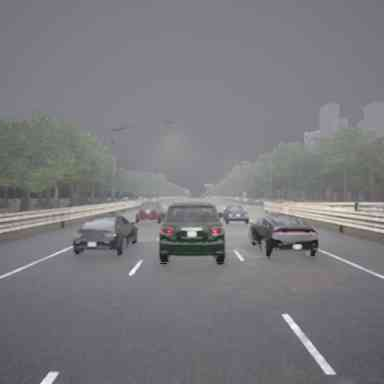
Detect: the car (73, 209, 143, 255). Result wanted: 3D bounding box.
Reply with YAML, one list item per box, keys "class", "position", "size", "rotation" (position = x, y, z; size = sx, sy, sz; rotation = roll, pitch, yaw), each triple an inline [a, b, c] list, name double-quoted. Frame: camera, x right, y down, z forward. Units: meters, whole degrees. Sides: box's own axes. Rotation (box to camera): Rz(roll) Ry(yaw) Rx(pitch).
- class: "car"
  position: [-3.466, 1.675, 13.901]
  size: [1.812, 1.442, 4.674]
  rotation: [0, 0, 1]

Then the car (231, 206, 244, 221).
- class: "car"
  position: [3.526, 1.836, 27.507]
  size: [2.033, 1.411, 5.357]
  rotation: [0, -1, 0]

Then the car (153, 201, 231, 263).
- class: "car"
  position: [0.019, 1.361, 12.605]
  size: [2.150, 2.045, 5.566]
  rotation: [0, 0, 0]

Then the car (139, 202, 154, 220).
- class: "car"
  position: [-3.464, 1.647, 28.426]
  size: [2.097, 1.767, 4.553]
  rotation: [0, -1, 1]

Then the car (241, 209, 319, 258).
- class: "car"
  position: [3.529, 1.638, 13.505]
  size: [2.128, 1.511, 4.902]
  rotation: [0, 0, 0]

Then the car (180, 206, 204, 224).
- class: "car"
  position: [0.035, 1.896, 28.254]
  size: [1.895, 1.301, 4.718]
  rotation: [0, -1, 1]
